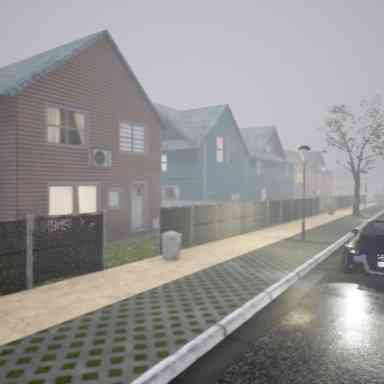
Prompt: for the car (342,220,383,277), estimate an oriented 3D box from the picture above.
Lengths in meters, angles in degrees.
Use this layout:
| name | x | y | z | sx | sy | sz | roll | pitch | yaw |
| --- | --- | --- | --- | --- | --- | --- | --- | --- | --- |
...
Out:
| name | x | y | z | sx | sy | sz | roll | pitch | yaw |
| --- | --- | --- | --- | --- | --- | --- | --- | --- | --- |
| car | 5.641 | 1.529 | 9.501 | 1.994 | 1.385 | 4.181 | 1 | 1 | 33 |
